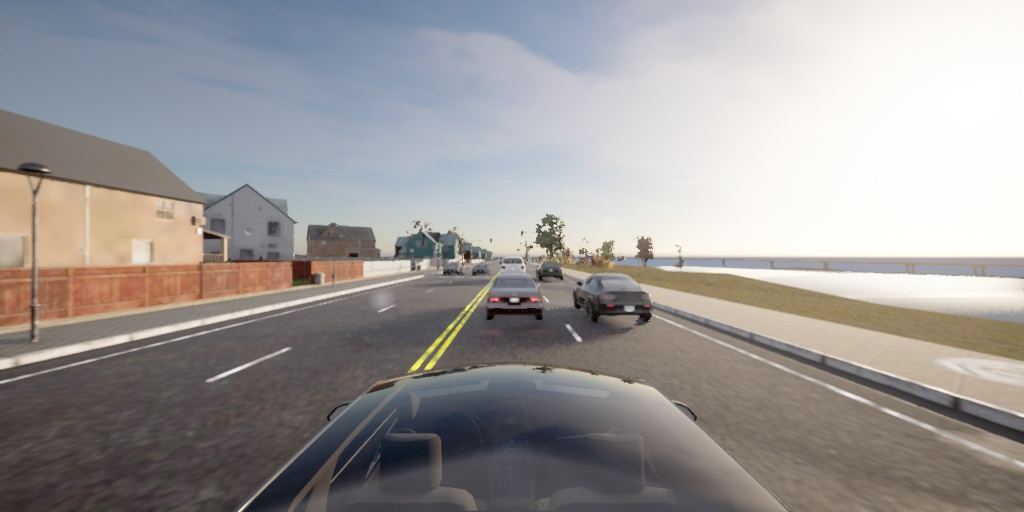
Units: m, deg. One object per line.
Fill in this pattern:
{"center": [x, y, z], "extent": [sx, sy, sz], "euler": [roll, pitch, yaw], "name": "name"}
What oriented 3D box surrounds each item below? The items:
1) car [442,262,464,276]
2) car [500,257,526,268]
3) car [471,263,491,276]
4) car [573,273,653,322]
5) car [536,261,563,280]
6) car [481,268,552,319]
{"center": [-6.604, 1.424, 40.571], "extent": [1.837, 1.490, 4.892], "euler": [0, 0, 0], "name": "car"}
{"center": [0.086, 1.100, 32.009], "extent": [2.150, 2.045, 5.566], "euler": [0, 0, 0], "name": "car"}
{"center": [-3.356, 1.481, 40.034], "extent": [1.994, 1.385, 4.181], "euler": [0, 0, 0], "name": "car"}
{"center": [3.327, 1.318, 12.431], "extent": [1.812, 1.442, 4.674], "euler": [0, 0, 0], "name": "car"}
{"center": [3.332, 1.234, 32.702], "extent": [2.097, 1.767, 4.553], "euler": [0, 0, 0], "name": "car"}
{"center": [0.080, 1.342, 12.988], "extent": [2.033, 1.411, 5.357], "euler": [0, 0, 0], "name": "car"}
